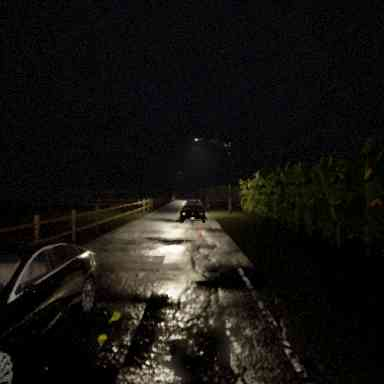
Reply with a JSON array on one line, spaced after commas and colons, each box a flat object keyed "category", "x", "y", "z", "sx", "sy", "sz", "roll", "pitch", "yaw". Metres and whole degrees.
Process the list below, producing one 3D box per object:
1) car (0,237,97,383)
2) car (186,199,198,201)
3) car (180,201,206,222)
[{"category": "car", "x": -2.806, "y": 1.495, "z": 4.736, "sx": 2.128, "sy": 1.511, "sz": 4.902, "roll": 0, "pitch": 0, "yaw": 0}, {"category": "car", "x": 0.103, "y": 1.556, "z": 43.157, "sx": 1.994, "sy": 1.385, "sz": 4.181, "roll": 0, "pitch": 0, "yaw": 0}, {"category": "car", "x": 0.067, "y": 1.600, "z": 26.174, "sx": 1.895, "sy": 1.301, "sz": 4.718, "roll": 0, "pitch": 0, "yaw": 0}]
